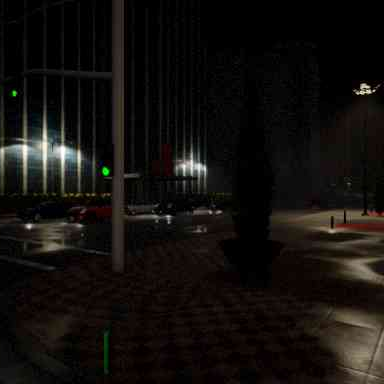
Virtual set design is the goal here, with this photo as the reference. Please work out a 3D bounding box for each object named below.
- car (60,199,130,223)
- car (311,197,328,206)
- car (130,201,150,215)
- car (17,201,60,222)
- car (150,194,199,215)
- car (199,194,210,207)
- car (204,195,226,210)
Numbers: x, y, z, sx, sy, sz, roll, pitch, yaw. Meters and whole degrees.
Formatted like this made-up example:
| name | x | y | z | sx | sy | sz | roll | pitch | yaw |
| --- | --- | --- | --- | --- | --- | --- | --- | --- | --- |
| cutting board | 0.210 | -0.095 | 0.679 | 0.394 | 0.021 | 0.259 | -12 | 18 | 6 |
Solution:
| name | x | y | z | sx | sy | sz | roll | pitch | yaw |
| --- | --- | --- | --- | --- | --- | --- | --- | --- | --- |
| car | -7.420 | 1.352 | 25.965 | 2.097 | 1.767 | 4.553 | 0 | 0 | 35 |
| car | 20.488 | 1.505 | 53.430 | 1.837 | 1.490 | 4.892 | 0 | 0 | 35 |
| car | -5.593 | 1.601 | 34.712 | 1.895 | 1.301 | 4.718 | 0 | 0 | 35 |
| car | -11.255 | 1.478 | 26.586 | 1.882 | 1.535 | 5.008 | 0 | 0 | 35 |
| car | -1.731 | 1.352 | 34.126 | 2.097 | 1.767 | 4.553 | 0 | 0 | 35 |
| car | 0.539 | 1.221 | 43.485 | 2.150 | 2.045 | 5.566 | 0 | 0 | 35 |
| car | 4.109 | 1.492 | 42.483 | 2.128 | 1.511 | 4.902 | 0 | 0 | 35 |
